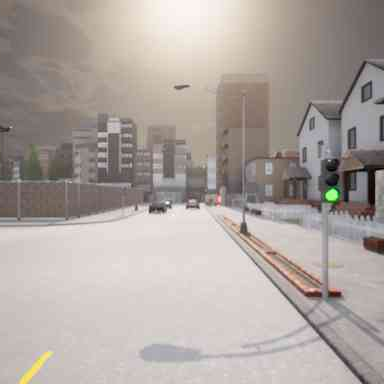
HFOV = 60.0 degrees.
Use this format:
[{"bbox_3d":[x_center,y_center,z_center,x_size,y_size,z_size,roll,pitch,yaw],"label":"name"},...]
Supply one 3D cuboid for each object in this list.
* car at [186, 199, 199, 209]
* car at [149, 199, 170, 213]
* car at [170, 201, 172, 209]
[{"bbox_3d":[0.121,1.824,50.811,1.994,1.385,4.181,0,0,0],"label":"car"},{"bbox_3d":[-4.082,1.807,40.253,1.895,1.301,4.718,0,0,0],"label":"car"},{"bbox_3d":[-4.065,1.821,50.322,1.994,1.385,4.181,0,0,0],"label":"car"}]
